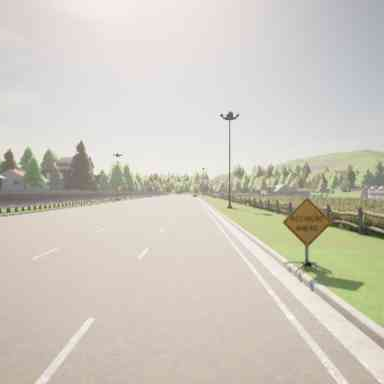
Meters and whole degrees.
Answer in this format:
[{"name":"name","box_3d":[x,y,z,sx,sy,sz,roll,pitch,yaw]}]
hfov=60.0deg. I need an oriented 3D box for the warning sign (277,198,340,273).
[{"name":"warning sign","box_3d":[3.050,1.088,8.834,1.300,1.860,1.060,0,0,0]}]
